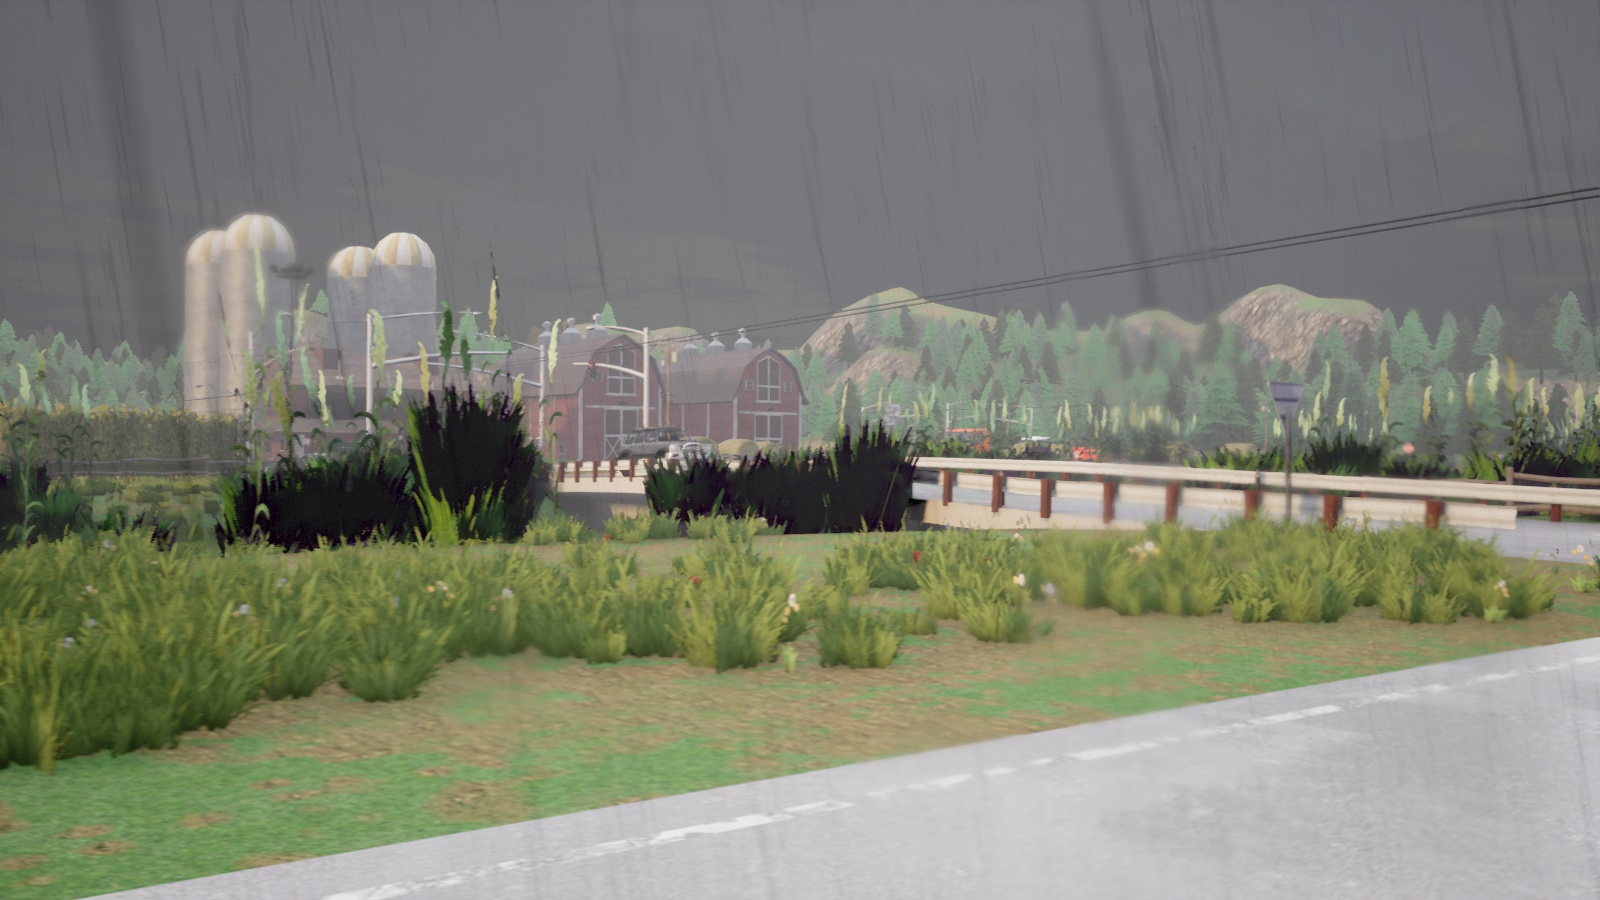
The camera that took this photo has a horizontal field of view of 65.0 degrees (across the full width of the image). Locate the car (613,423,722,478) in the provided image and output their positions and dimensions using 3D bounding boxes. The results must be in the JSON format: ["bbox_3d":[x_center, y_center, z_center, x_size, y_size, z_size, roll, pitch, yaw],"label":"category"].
[{"bbox_3d":[-4.789,0.057,44.868,1.932,1.855,4.605,0,-1,-34],"label":"car"}]

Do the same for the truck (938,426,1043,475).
[{"bbox_3d":[14.036,0.022,92.107,7.936,3.462,2.891,0,0,-38],"label":"truck"}]

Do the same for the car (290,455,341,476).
[{"bbox_3d":[-34.182,1.073,88.558,1.837,1.490,4.892,0,0,-41],"label":"car"}]
